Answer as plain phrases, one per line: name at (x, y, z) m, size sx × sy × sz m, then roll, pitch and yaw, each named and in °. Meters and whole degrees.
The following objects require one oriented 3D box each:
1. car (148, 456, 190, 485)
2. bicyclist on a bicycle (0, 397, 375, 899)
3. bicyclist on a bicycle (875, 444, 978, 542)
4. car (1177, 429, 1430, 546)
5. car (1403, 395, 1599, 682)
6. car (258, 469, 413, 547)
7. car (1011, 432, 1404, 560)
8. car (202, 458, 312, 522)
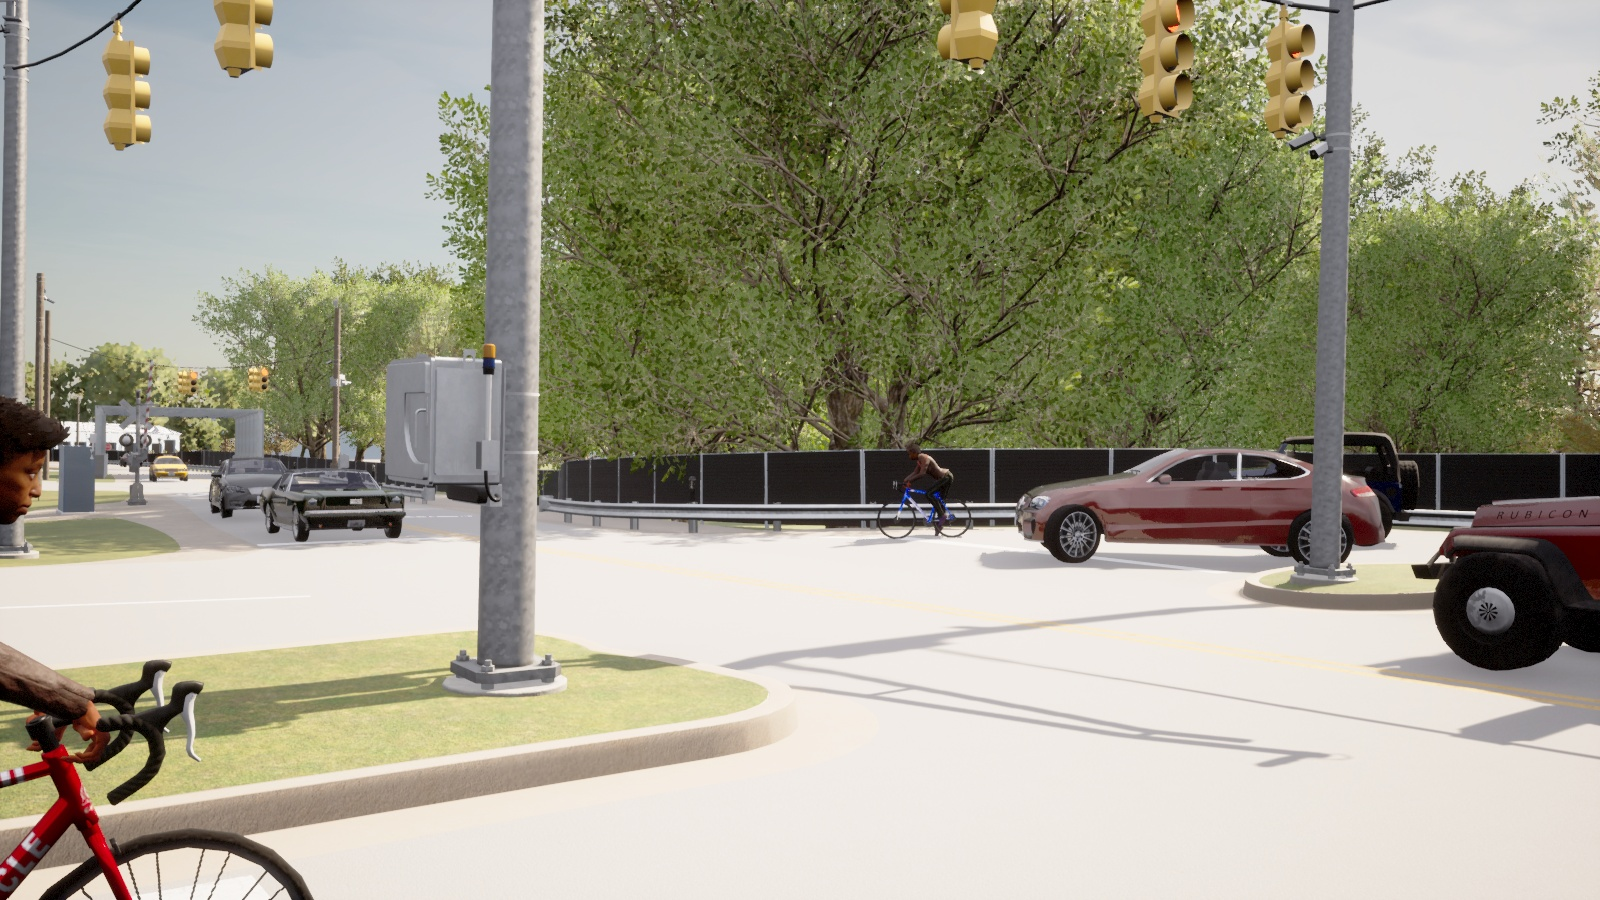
car at (-36.322, 1.148, 72.202) m, size 1.801 × 1.575 × 5.366 m, roll 0°, pitch 0°, yaw -30°
bicyclist on a bicycle at (-1.752, 0.713, 2.437) m, size 1.656 × 1.620 × 0.582 m, roll 0°, pitch 0°, yaw -36°
bicyclist on a bicycle at (2.176, 0.723, 21.665) m, size 1.656 × 1.620 × 0.582 m, roll -1°, pitch 1°, yaw -3°
car at (8.582, 0.580, 21.696) m, size 3.866 × 1.878 × 1.905 m, roll 1°, pitch 1°, yaw 19°
car at (6.358, 0.580, 8.264) m, size 1.905 × 1.878 × 3.866 m, roll 1°, pitch -1°, yaw -35°
car at (-9.039, 1.044, 24.175) m, size 1.895 × 1.301 × 4.718 m, roll 0°, pitch 0°, yaw -32°
car at (5.658, 0.594, 18.098) m, size 5.027 × 1.651 × 2.152 m, roll 1°, pitch 1°, yaw 6°
car at (-14.216, 0.970, 32.715) m, size 2.128 × 1.511 × 4.902 m, roll 0°, pitch 0°, yaw -30°
